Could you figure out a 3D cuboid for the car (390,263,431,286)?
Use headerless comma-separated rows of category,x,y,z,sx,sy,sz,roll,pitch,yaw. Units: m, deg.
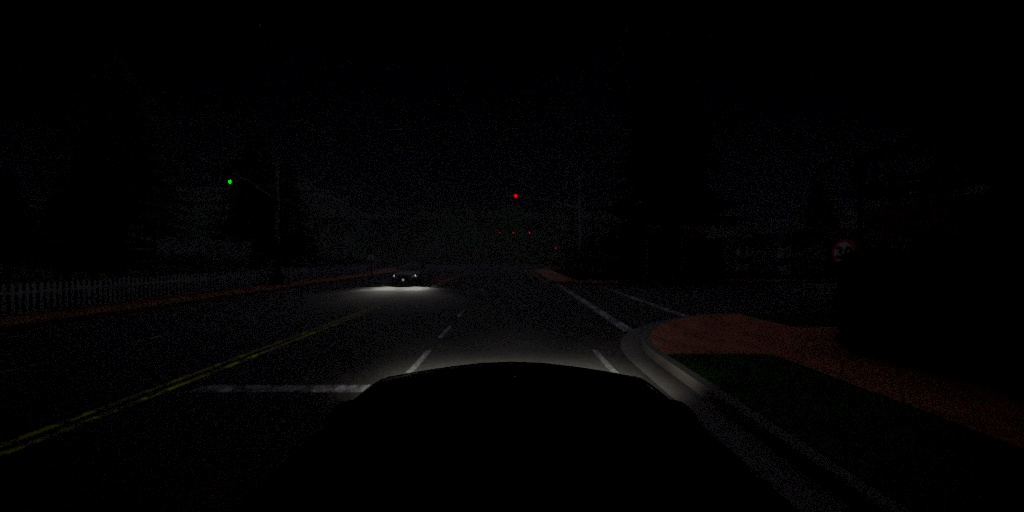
car,-7.001,1.257,25.382,1.812,1.442,4.674,0,0,0
